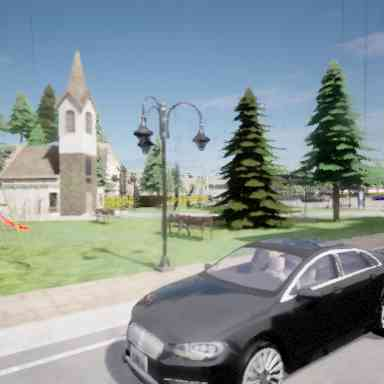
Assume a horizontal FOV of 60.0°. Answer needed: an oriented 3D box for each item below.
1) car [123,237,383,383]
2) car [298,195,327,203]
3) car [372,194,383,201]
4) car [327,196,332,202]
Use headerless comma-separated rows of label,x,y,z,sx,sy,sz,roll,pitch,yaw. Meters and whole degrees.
car,1.401,1.513,5.021,4.902,1.511,2.128,0,0,-36
car,26.147,1.507,72.373,2.007,1.523,4.514,0,0,-36
car,42.740,1.291,75.051,1.845,1.501,3.633,0,0,-36
car,28.649,1.479,74.265,2.152,1.636,5.027,0,0,-36
